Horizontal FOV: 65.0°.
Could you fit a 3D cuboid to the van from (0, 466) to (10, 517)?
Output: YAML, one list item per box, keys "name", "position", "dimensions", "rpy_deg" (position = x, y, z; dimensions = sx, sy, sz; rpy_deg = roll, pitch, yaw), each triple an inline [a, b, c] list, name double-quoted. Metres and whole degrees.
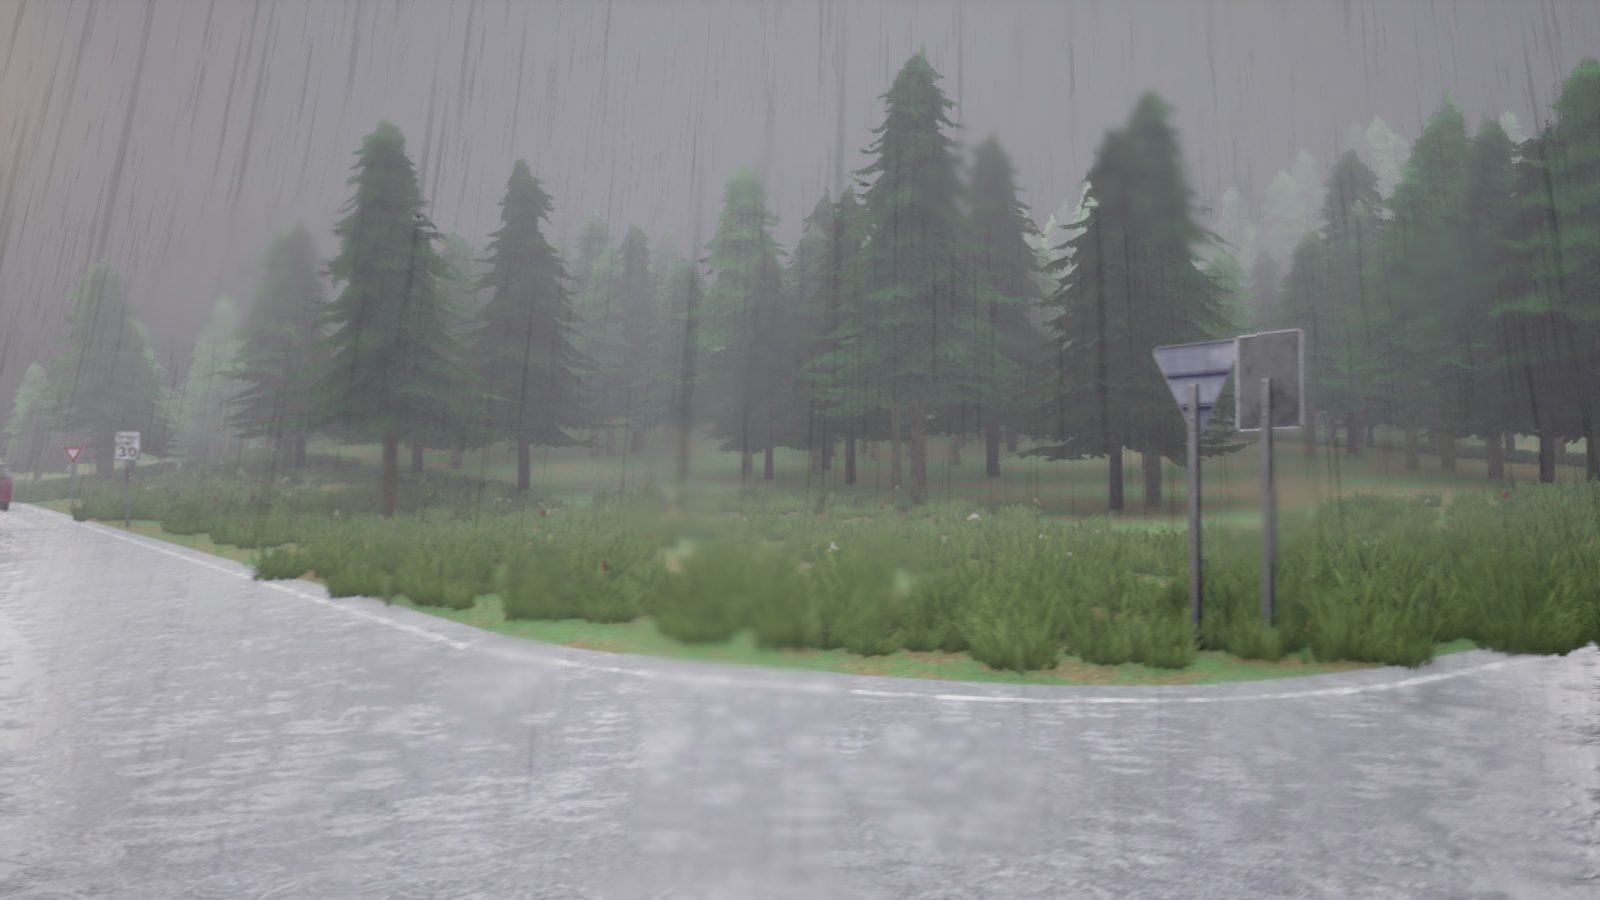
- name: "van"
  position: [-32.830, 1.656, 50.343]
  dimensions: [1.775, 1.987, 4.442]
  rpy_deg: [0, -1, -35]
